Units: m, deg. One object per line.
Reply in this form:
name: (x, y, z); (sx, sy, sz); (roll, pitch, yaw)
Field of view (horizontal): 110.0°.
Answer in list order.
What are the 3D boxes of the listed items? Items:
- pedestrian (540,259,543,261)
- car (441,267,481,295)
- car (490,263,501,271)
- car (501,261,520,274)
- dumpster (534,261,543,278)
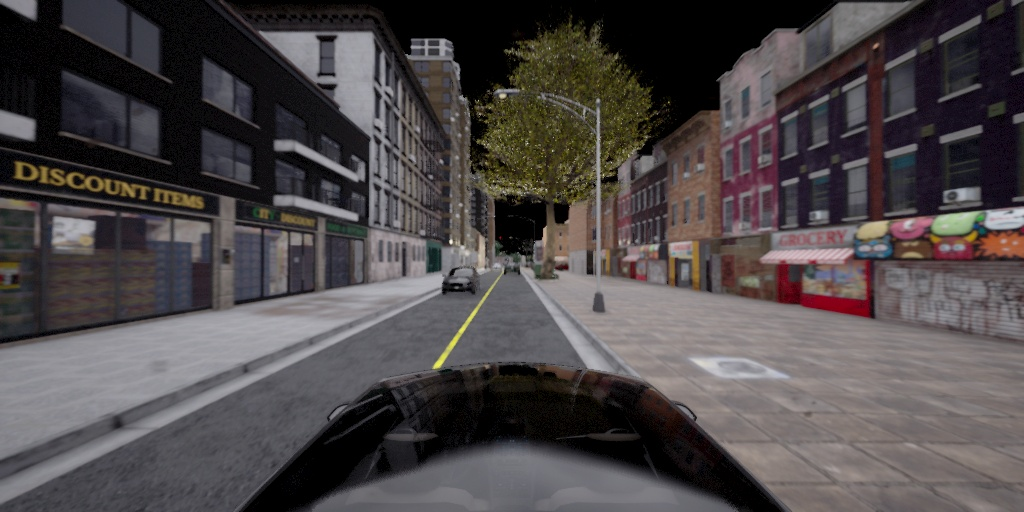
pedestrian: (3.002, 1.153, 36.162); (0.375, 1.860, 0.375); (0, 0, -10)
car: (-2.853, 1.387, 20.890); (1.837, 1.490, 4.892); (0, 0, 0)
car: (-2.765, 2.000, 64.201); (1.812, 1.442, 4.674); (0, -1, 0)
car: (0.032, 1.517, 48.409); (2.097, 1.767, 4.553); (0, -1, 0)
dumpster: (3.002, 1.396, 35.149); (1.020, 1.700, 1.940); (0, 0, 0)
